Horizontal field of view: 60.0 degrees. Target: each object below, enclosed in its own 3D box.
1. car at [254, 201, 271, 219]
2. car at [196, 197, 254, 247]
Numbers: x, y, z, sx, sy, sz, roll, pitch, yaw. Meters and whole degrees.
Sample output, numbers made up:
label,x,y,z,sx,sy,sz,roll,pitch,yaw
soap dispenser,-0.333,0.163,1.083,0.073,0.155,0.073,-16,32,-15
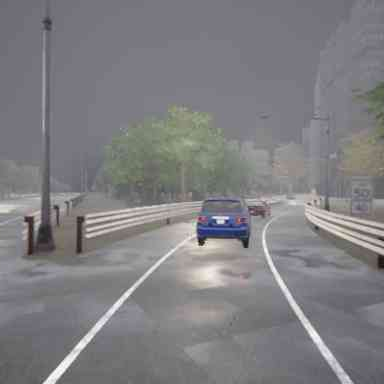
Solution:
label,x,y,z,sx,sy,sz,roll,pitch,yaw
car,5.916,1.511,30.075,1.882,1.535,5.008,0,0,21
car,1.626,1.247,15.454,2.150,2.045,5.566,0,0,11
